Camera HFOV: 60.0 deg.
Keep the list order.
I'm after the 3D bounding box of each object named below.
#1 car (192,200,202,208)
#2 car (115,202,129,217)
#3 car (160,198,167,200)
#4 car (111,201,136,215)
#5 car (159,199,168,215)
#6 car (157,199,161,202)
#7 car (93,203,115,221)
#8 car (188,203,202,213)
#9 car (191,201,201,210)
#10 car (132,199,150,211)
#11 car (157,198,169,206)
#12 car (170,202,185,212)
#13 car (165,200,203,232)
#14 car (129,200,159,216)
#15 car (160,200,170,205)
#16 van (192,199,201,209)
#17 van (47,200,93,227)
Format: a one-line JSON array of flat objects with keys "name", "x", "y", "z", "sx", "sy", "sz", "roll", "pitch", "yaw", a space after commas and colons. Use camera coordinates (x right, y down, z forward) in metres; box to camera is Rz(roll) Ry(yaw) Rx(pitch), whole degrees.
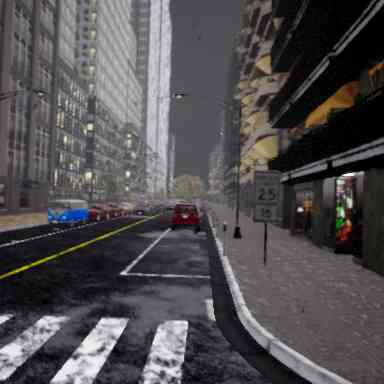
[{"name": "car", "x": 1.165, "y": 2.633, "z": 74.172, "sx": 1.967, "sy": 1.590, "sz": 4.097, "roll": 3, "pitch": -1, "yaw": 2}, {"name": "car", "x": -8.397, "y": 1.838, "z": 34.840, "sx": 1.887, "sy": 1.381, "sz": 4.507, "roll": 3, "pitch": -1, "yaw": 2}, {"name": "car", "x": -7.213, "y": 2.498, "z": 74.419, "sx": 2.008, "sy": 1.369, "sz": 4.403, "roll": 3, "pitch": -1, "yaw": 2}, {"name": "car", "x": -8.232, "y": 1.910, "z": 40.325, "sx": 1.752, "sy": 1.417, "sz": 4.829, "roll": 3, "pitch": -1, "yaw": 2}, {"name": "car", "x": -2.465, "y": 2.070, "z": 41.745, "sx": 2.128, "sy": 1.511, "sz": 4.902, "roll": 2, "pitch": -1, "yaw": 2}, {"name": "car", "x": -7.551, "y": 2.305, "z": 63.111, "sx": 1.887, "sy": 1.381, "sz": 4.507, "roll": 3, "pitch": -1, "yaw": 2}, {"name": "car", "x": -8.566, "y": 1.745, "z": 29.187, "sx": 1.887, "sy": 1.381, "sz": 4.507, "roll": 3, "pitch": -1, "yaw": 2}, {"name": "car", "x": 0.483, "y": 2.386, "z": 51.554, "sx": 1.947, "sy": 1.339, "sz": 4.313, "roll": 3, "pitch": -1, "yaw": 2}, {"name": "car", "x": 0.828, "y": 2.534, "z": 63.033, "sx": 1.752, "sy": 1.417, "sz": 4.829, "roll": 3, "pitch": -1, "yaw": 2}, {"name": "car", "x": -7.885, "y": 2.014, "z": 51.804, "sx": 1.967, "sy": 1.590, "sz": 4.097, "roll": 3, "pitch": -1, "yaw": 2}, {"name": "car", "x": -7.034, "y": 2.356, "z": 80.076, "sx": 2.192, "sy": 1.841, "sz": 5.009, "roll": 3, "pitch": -1, "yaw": 2}, {"name": "car", "x": -2.200, "y": 2.297, "z": 52.154, "sx": 2.033, "sy": 1.411, "sz": 5.357, "roll": 2, "pitch": -1, "yaw": 2}, {"name": "car", "x": -0.352, "y": 1.669, "z": 23.288, "sx": 2.192, "sy": 1.841, "sz": 5.009, "roll": 3, "pitch": -1, "yaw": 2}, {"name": "car", "x": -5.649, "y": 1.994, "z": 39.387, "sx": 2.033, "sy": 1.411, "sz": 5.357, "roll": 2, "pitch": -1, "yaw": 2}, {"name": "car", "x": -6.876, "y": 2.700, "z": 85.726, "sx": 1.947, "sy": 1.339, "sz": 4.313, "roll": 3, "pitch": -1, "yaw": 2}, {"name": "van", "x": 1.000, "y": 2.441, "z": 68.520, "sx": 1.690, "sy": 1.788, "sz": 3.998, "roll": 3, "pitch": -1, "yaw": 2}, {"name": "van", "x": -8.726, "y": 1.449, "z": 23.535, "sx": 1.690, "sy": 1.788, "sz": 3.998, "roll": 3, "pitch": -1, "yaw": 2}]
